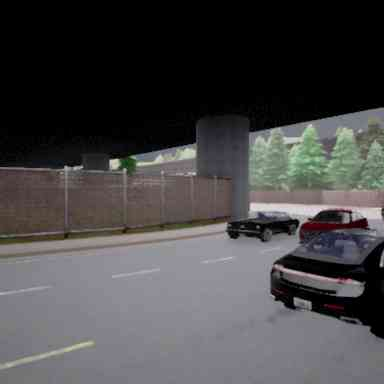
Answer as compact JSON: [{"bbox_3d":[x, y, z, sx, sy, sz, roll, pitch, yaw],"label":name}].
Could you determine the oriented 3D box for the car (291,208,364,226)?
[{"bbox_3d":[6.248,1.487,14.358,1.882,1.535,5.008,0,0,38],"label":"car"}]

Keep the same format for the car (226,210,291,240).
[{"bbox_3d":[3.631,1.609,16.474,1.895,1.301,4.718,0,0,39],"label":"car"}]

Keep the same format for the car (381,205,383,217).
[{"bbox_3d":[16.121,1.240,25.175,2.150,2.045,5.566,0,0,17],"label":"car"}]

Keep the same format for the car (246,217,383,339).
[{"bbox_3d":[3.566,1.496,6.632,4.902,1.511,2.128,0,0,-39],"label":"car"}]
